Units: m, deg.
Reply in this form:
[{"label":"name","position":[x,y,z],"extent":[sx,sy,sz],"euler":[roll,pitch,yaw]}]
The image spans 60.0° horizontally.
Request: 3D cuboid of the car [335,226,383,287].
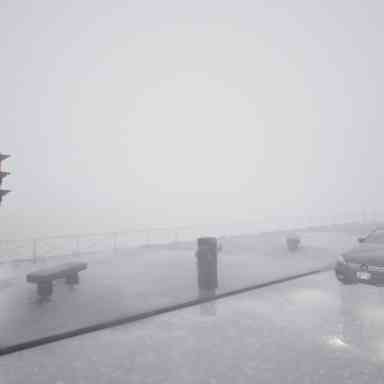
[{"label":"car","position":[5.723,1.636,8.960],"extent":[4.674,1.442,1.812],"euler":[0,-2,-38]}]
